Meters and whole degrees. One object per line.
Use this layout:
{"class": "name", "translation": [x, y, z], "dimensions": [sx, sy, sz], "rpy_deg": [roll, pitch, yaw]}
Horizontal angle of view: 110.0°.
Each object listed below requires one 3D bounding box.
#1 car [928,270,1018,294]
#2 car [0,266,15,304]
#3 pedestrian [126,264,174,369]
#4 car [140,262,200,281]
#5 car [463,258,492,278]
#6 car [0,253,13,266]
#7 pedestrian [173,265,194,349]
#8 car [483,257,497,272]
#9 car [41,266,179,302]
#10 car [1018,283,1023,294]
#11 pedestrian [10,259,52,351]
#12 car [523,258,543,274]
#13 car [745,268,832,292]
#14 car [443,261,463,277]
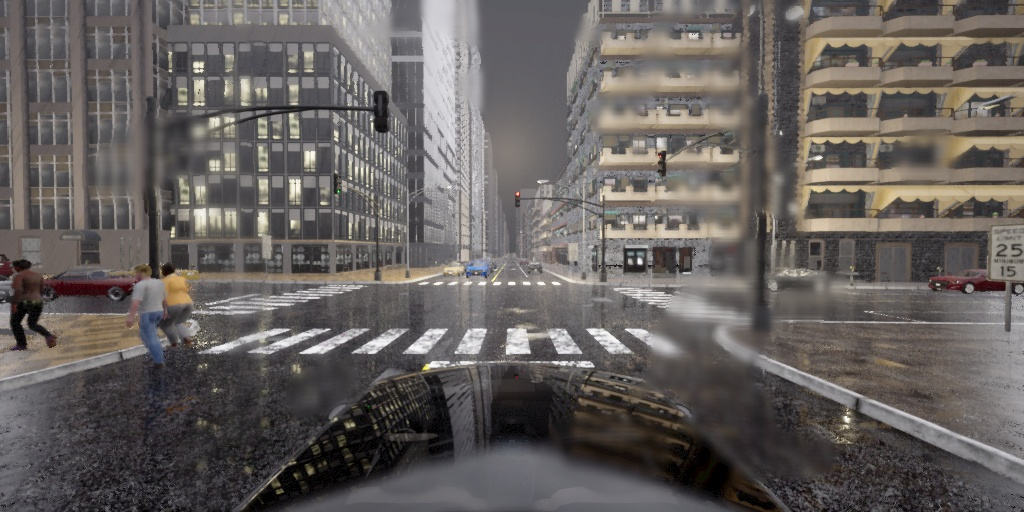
{"class": "car", "translation": [27.336, 1.462, 21.095], "dimensions": [4.507, 1.381, 1.888], "rpy_deg": [0, 0, 1]}
{"class": "car", "translation": [-20.309, 1.204, 13.322], "dimensions": [4.403, 1.370, 2.007], "rpy_deg": [0, 0, 1]}
{"class": "pedestrian", "translation": [-6.399, 1.042, 6.330], "dimensions": [0.375, 1.860, 0.375], "rpy_deg": [-1, 1, 0]}
{"class": "car", "translation": [-21.706, 1.029, 21.652], "dimensions": [4.829, 1.417, 1.751], "rpy_deg": [0, 0, 1]}
{"class": "car", "translation": [-3.153, 1.218, 33.638], "dimensions": [1.882, 1.535, 5.008], "rpy_deg": [0, 0, -1]}
{"class": "car", "translation": [-33.653, 0.712, 21.834], "dimensions": [5.009, 1.841, 2.192], "rpy_deg": [0, 0, 1]}
{"class": "pedestrian", "translation": [-7.150, 1.042, 7.584], "dimensions": [0.375, 1.860, 0.375], "rpy_deg": [-1, 1, 0]}
{"class": "car", "translation": [-3.172, 1.230, 43.329], "dimensions": [2.128, 1.511, 4.902], "rpy_deg": [0, 0, 0]}
{"class": "car", "translation": [-18.051, 1.231, 15.844], "dimensions": [4.718, 1.301, 1.895], "rpy_deg": [0, 1, 1]}
{"class": "car", "translation": [21.694, 1.576, 12.783], "dimensions": [4.313, 1.339, 1.948], "rpy_deg": [0, 0, 1]}
{"class": "pedestrian", "translation": [-9.375, 0.891, 6.913], "dimensions": [0.375, 1.860, 0.375], "rpy_deg": [-1, 1, 0]}
{"class": "car", "translation": [2.612, 1.289, 41.672], "dimensions": [2.007, 1.370, 4.403], "rpy_deg": [0, 0, 0]}
{"class": "car", "translation": [16.271, 1.375, 21.228], "dimensions": [4.403, 1.370, 2.007], "rpy_deg": [0, 0, 1]}
{"class": "car", "translation": [-5.757, 1.265, 35.832], "dimensions": [1.751, 1.417, 4.829], "rpy_deg": [0, 0, 0]}
